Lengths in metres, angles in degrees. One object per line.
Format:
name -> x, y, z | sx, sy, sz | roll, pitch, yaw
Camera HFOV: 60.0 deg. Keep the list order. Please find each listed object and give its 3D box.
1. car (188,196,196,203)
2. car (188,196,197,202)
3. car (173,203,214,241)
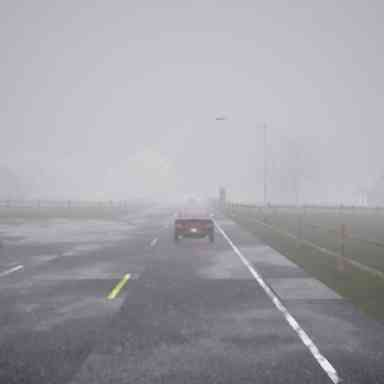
car -> 0.017, 1.785, 71.475 | 2.128, 1.511, 4.902 | 0, 0, 0
car -> 0.020, 1.655, 81.897 | 2.128, 1.511, 4.902 | 0, 0, 0
car -> 0.094, 1.542, 17.051 | 1.882, 1.535, 5.008 | 0, 0, 0
